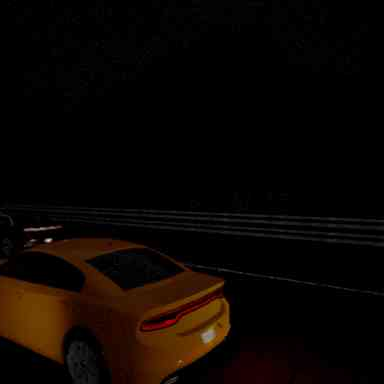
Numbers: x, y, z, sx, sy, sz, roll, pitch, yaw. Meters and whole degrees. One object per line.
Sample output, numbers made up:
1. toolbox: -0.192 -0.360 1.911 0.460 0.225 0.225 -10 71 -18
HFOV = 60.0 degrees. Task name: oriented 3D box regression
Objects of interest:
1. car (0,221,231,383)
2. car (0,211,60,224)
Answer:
1. car: -1.838 1.480 5.205 5.008 1.535 1.882 0 0 35
2. car: -7.027 1.500 13.075 4.902 1.511 2.128 0 0 35
